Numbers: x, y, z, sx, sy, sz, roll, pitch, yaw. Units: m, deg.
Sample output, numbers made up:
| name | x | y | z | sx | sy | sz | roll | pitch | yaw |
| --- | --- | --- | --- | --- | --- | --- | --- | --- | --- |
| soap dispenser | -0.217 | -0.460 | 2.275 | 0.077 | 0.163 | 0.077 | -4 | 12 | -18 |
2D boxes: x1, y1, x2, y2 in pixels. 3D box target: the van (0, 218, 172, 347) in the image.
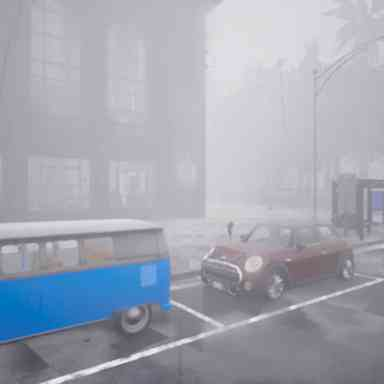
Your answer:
| name | x | y | z | sx | sy | sz | roll | pitch | yaw |
| --- | --- | --- | --- | --- | --- | --- | --- | --- | --- |
| van | -2.241 | 1.344 | 5.057 | 3.998 | 1.788 | 1.690 | 0 | 0 | -36 |

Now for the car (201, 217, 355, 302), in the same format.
| name | x | y | z | sx | sy | sz | roll | pitch | yaw |
| --- | --- | --- | --- | --- | --- | --- | --- | --- | --- |
| car | 2.169 | 1.462 | 8.217 | 4.097 | 1.590 | 1.967 | 0 | 0 | -36 |
